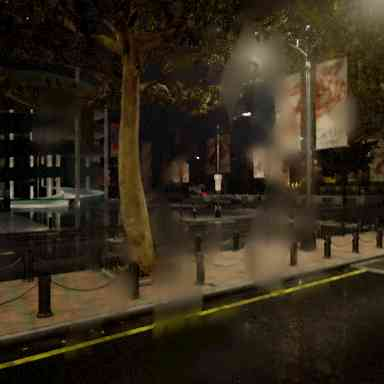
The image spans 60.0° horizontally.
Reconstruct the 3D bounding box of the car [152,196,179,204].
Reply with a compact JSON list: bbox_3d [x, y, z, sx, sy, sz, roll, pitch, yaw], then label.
[{"bbox_3d":[-5.558,1.500,64.781,2.033,1.411,5.357,0,0,-42],"label":"car"}]

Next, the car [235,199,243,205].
[{"bbox_3d":[5.978,1.494,55.110,2.033,1.411,5.357,0,0,-35],"label":"car"}]

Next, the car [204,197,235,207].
[{"bbox_3d":[3.979,1.553,51.857,1.895,1.301,4.718,0,0,-35],"label":"car"}]

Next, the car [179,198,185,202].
[{"bbox_3d":[-3.879,1.494,68.260,2.033,1.411,5.357,0,0,-45],"label":"car"}]
